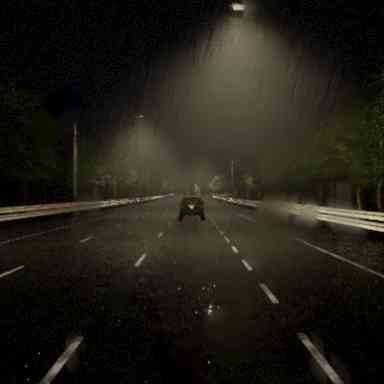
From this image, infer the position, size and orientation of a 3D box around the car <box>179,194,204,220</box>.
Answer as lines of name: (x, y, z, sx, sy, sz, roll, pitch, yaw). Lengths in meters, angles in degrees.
car: (-0.017, 1.449, 31.279, 2.150, 2.045, 5.566, 0, 0, 0)

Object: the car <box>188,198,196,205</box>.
car: (-0.041, 2.014, 74.362, 1.812, 1.442, 4.674, 0, 0, 0)
